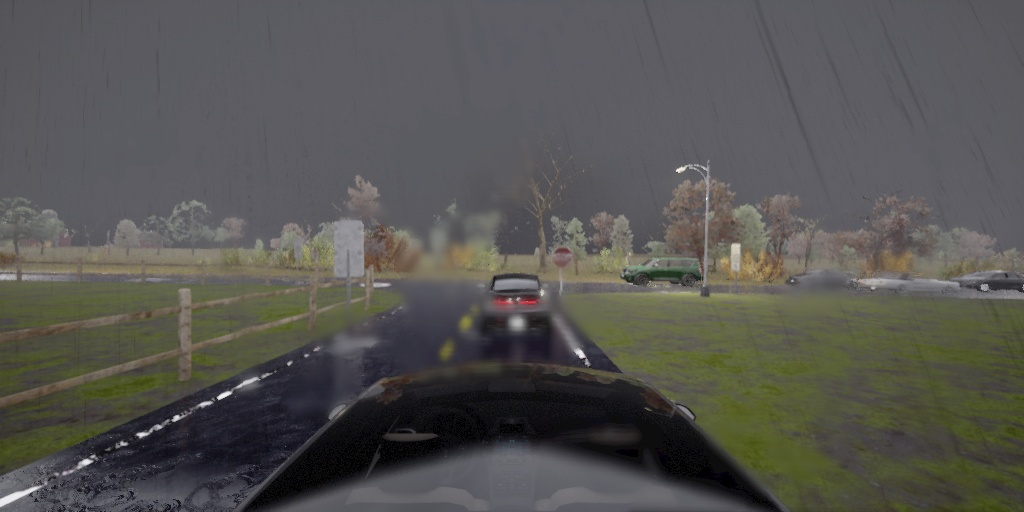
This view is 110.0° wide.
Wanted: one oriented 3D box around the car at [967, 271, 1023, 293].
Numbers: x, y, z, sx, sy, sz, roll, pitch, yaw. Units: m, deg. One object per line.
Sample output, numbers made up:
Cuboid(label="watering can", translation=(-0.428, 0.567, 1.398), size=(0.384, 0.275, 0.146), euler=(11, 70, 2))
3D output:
Cuboid(label="car", translation=(34.530, 1.820, 25.938), size=(4.892, 1.490, 1.837), euler=(1, 1, 0))

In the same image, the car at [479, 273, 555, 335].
Cuboid(label="car", translation=(0.091, 1.235, 10.376), size=(1.837, 1.490, 4.892), euler=(0, 0, -1))

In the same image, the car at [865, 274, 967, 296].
Cuboid(label="car", translation=(25.518, 1.808, 23.058), size=(4.718, 1.301, 1.895), euler=(1, 1, 0))

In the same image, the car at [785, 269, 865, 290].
Cuboid(label="car", translation=(22.390, 1.664, 26.017), size=(4.181, 1.385, 1.994), euler=(1, 1, -1))

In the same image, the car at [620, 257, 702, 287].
Cuboid(label="car", translation=(10.750, 1.116, 25.929), size=(5.566, 2.045, 2.150), euler=(1, 1, -2))
